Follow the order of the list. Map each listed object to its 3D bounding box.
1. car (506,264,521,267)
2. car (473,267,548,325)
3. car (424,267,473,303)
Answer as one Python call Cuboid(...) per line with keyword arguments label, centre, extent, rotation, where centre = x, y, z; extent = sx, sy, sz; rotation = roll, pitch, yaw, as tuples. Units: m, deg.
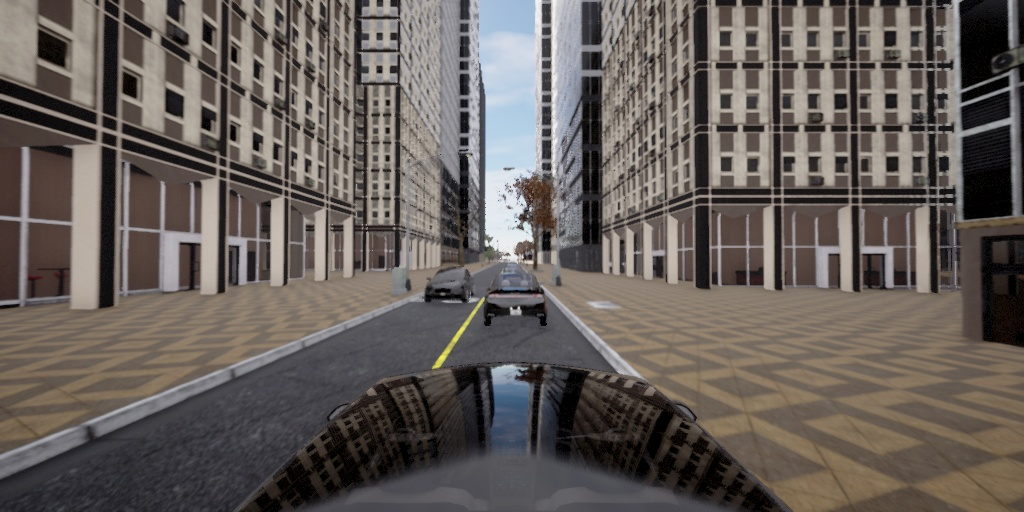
Cuboid(label="car", centre=(0.102, 1.433, 33.502), extent=(2.033, 1.411, 5.357), rotation=(0, 0, 0))
Cuboid(label="car", centre=(0.101, 1.287, 11.936), extent=(2.128, 1.511, 4.902), rotation=(0, 0, 0))
Cuboid(label="car", centre=(-2.847, 1.321, 17.172), extent=(1.837, 1.490, 4.892), rotation=(0, 0, 0))
